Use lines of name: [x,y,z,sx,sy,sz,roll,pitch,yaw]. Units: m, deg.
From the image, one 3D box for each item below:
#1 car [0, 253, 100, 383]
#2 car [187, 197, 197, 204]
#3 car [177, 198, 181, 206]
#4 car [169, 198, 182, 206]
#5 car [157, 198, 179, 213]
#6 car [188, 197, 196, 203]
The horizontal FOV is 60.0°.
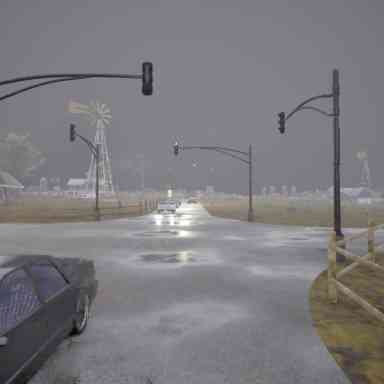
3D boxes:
car: [-2.632,1.549,3.955,2.033,1.411,5.357,0,0,0]
car: [0.042,1.788,69.196,1.812,1.442,4.674,0,0,0]
car: [-2.870,1.644,48.626,1.837,1.490,4.892,0,0,0]
car: [-2.856,1.746,59.190,2.033,1.411,5.357,0,0,0]
car: [-2.873,1.691,38.243,1.895,1.301,4.718,0,0,0]
car: [-0.058,1.860,79.208,1.812,1.442,4.674,0,0,0]
